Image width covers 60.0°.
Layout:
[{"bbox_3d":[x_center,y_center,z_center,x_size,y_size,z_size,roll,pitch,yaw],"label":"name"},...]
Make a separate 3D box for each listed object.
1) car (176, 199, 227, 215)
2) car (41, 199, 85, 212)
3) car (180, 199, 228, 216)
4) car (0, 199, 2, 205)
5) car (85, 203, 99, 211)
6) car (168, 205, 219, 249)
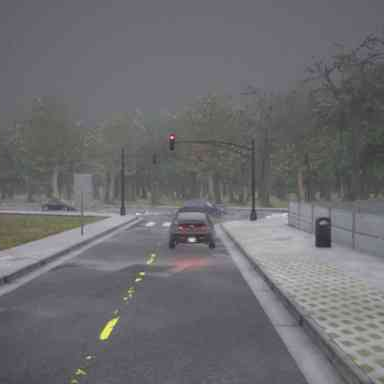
[{"bbox_3d":[1.006,1.530,35.103,4.902,1.511,2.128,0,0,23],"label":"car"},{"bbox_3d":[-15.215,1.555,38.560,4.892,1.490,1.837,0,0,23],"label":"car"},{"bbox_3d":[1.111,1.556,31.508,4.674,1.442,1.812,0,0,23],"label":"car"},{"bbox_3d":[-35.344,1.624,58.023,4.902,1.511,2.128,0,0,24],"label":"car"},{"bbox_3d":[-13.832,1.591,41.503,4.674,1.442,1.812,0,0,23],"label":"car"},{"bbox_3d":[0.001,1.526,14.722,1.837,1.490,4.892,0,0,0],"label":"car"}]
